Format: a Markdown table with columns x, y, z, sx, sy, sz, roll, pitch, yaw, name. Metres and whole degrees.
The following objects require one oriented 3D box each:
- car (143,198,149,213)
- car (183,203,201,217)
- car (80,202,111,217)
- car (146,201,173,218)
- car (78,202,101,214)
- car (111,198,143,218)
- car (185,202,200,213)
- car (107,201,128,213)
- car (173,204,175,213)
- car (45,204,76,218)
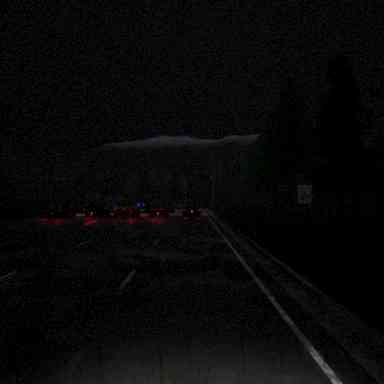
| x | y | z | sx | sy | sz | roll | pitch | yaw | name |
| --- | --- | --- | --- | --- | --- | --- | --- | --- | --- |
| -6.997 | 1.826 | 46.145 | 2.150 | 2.045 | 5.566 | 0 | -1 | 0 | car |
| 0.010 | 2.049 | 36.972 | 1.994 | 1.385 | 4.181 | 0 | -1 | 0 | car |
| -10.484 | 1.994 | 37.268 | 1.837 | 1.490 | 4.892 | 0 | -1 | 0 | car |
| -3.492 | 1.984 | 36.511 | 1.837 | 1.490 | 4.892 | 0 | -1 | 0 | car |
| -14.000 | 2.126 | 45.760 | 1.812 | 1.442 | 4.674 | 0 | -1 | 0 | car |
| -6.994 | 1.827 | 36.200 | 2.097 | 1.767 | 4.553 | 0 | -1 | 0 | car |
| 0.012 | 2.179 | 46.923 | 1.994 | 1.385 | 4.181 | 0 | -1 | 0 | car |
| -10.490 | 2.098 | 47.295 | 1.882 | 1.535 | 5.008 | 0 | -1 | 0 | car |
| -3.484 | 2.179 | 46.929 | 1.994 | 1.385 | 4.181 | 0 | -1 | 0 | car |
| -14.000 | 1.992 | 35.544 | 1.812 | 1.442 | 4.674 | 0 | -1 | 0 | car |
